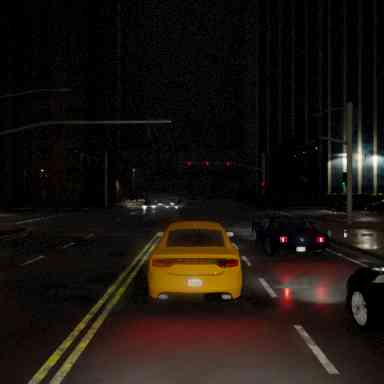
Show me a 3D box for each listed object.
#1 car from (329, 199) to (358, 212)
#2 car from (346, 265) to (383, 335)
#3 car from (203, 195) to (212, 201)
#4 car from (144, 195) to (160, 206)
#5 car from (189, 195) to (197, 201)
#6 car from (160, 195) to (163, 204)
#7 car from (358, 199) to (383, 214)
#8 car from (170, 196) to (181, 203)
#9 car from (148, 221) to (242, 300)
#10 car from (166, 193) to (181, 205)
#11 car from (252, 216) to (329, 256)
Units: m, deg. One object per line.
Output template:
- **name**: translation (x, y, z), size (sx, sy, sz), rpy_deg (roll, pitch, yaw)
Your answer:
- **car**: translation (19.036, 1.547, 38.903), size (5.357, 1.411, 2.033), rpy_deg (0, 0, 0)
- **car**: translation (3.612, 1.505, 3.935), size (1.837, 1.490, 4.892), rpy_deg (0, 0, 0)
- **car**: translation (3.734, 1.429, 79.593), size (1.837, 1.490, 4.892), rpy_deg (0, 0, 0)
- **car**: translation (-6.922, 1.505, 56.100), size (1.837, 1.490, 4.892), rpy_deg (0, 0, 0)
- **car**: translation (0.235, 1.367, 80.143), size (1.994, 1.385, 4.181), rpy_deg (0, 0, 0)
- **car**: translation (-6.846, 1.352, 65.287), size (2.097, 1.767, 4.553), rpy_deg (0, 0, 1)
- **car**: translation (20.950, 1.491, 35.420), size (4.902, 1.511, 2.128), rpy_deg (0, 0, -1)
- **car**: translation (-3.307, 1.564, 68.403), size (1.994, 1.385, 4.181), rpy_deg (0, 0, 1)
- **car**: translation (0.079, 1.478, 8.448), size (1.882, 1.535, 5.008), rpy_deg (0, 0, 1)
- **car**: translation (-3.398, 1.221, 59.044), size (2.150, 2.045, 5.566), rpy_deg (0, 0, 0)
- **car**: translation (3.620, 1.601, 13.206), size (1.895, 1.301, 4.718), rpy_deg (0, 0, 0)
